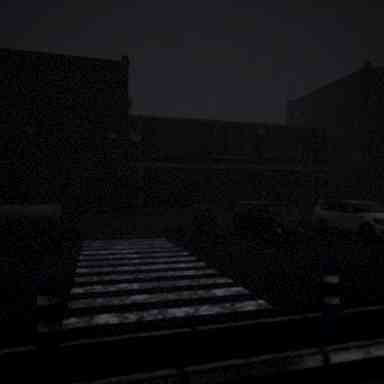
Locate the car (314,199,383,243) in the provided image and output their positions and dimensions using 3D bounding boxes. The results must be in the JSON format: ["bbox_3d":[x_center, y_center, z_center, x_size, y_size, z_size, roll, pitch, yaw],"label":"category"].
[{"bbox_3d":[8.926,1.440,18.005,2.435,2.045,5.566,0,-1,-17],"label":"car"}]

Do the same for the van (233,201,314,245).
[{"bbox_3d":[3.674,1.419,16.329,1.878,1.987,4.442,0,-1,-17],"label":"van"}]
